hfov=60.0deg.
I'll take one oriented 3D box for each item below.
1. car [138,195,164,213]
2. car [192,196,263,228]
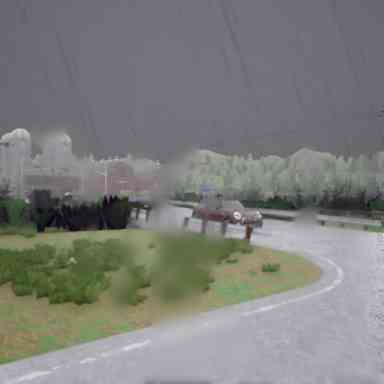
[{"bbox_3d":[-4.431,0.992,28.769,2.033,1.411,5.357,0,1,-34],"label":"car"},{"bbox_3d":[1.968,1.172,19.216,2.097,1.767,4.553,0,2,-34],"label":"car"}]
